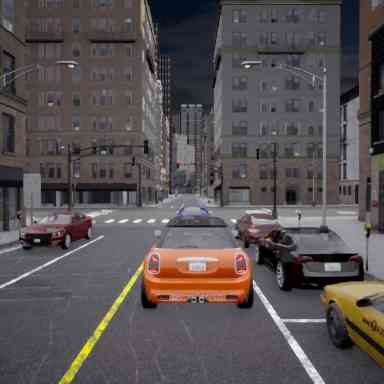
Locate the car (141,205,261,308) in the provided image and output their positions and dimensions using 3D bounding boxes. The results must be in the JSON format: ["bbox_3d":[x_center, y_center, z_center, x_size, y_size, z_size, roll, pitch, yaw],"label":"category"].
[{"bbox_3d":[0.099,1.350,8.051,2.097,1.767,4.553,0,0,0],"label":"car"}]

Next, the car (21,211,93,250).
[{"bbox_3d":[-5.675,1.540,14.438,1.887,1.381,4.507,-1,0,0],"label":"car"}]

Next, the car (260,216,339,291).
[{"bbox_3d":[2.869,1.563,8.854,1.947,1.339,4.313,-1,0,0],"label":"car"}]

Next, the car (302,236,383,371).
[{"bbox_3d":[2.867,1.524,3.437,1.752,1.417,4.829,-1,0,0],"label":"car"}]

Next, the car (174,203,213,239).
[{"bbox_3d":[0.105,1.472,18.339,1.882,1.535,5.008,0,0,1],"label":"car"}]

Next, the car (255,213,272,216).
[{"bbox_3d":[2.870,1.577,14.439,1.802,1.307,4.206,-1,0,0],"label":"car"}]
